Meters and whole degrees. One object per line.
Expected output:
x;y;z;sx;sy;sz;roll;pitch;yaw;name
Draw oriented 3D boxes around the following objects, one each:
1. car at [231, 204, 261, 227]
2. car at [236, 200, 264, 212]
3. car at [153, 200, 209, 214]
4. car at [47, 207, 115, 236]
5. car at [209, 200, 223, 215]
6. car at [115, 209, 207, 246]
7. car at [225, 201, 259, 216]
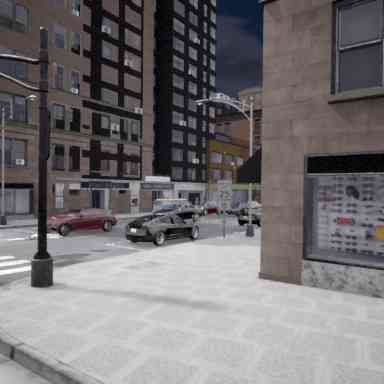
5.040;1.850;25.381;1.947;1.339;4.313;0;0;36;car
7.646;1.823;43.608;1.752;1.417;4.829;0;0;36;car
-1.061;1.673;27.089;2.128;1.511;4.902;1;0;35;car
-6.521;1.634;19.493;1.812;1.442;4.674;1;0;37;car
1.329;1.645;34.821;1.967;1.590;4.097;0;0;36;car
-1.378;1.764;16.456;1.947;1.339;4.313;0;0;36;car
5.034;1.813;35.555;2.033;1.411;5.357;1;0;36;car
